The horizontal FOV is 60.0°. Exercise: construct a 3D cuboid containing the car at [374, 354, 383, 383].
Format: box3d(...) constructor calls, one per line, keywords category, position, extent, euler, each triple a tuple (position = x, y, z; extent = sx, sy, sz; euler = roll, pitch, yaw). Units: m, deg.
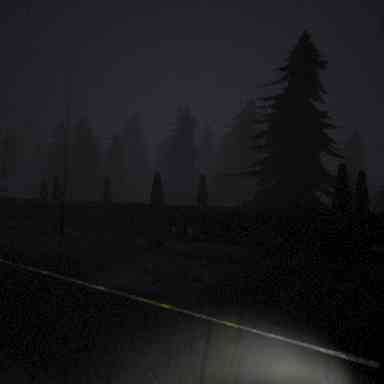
box3d(category="car", position=(3.528, 1.534, 1.476), extent=(4.892, 1.490, 1.837), euler=(0, 0, 35))
